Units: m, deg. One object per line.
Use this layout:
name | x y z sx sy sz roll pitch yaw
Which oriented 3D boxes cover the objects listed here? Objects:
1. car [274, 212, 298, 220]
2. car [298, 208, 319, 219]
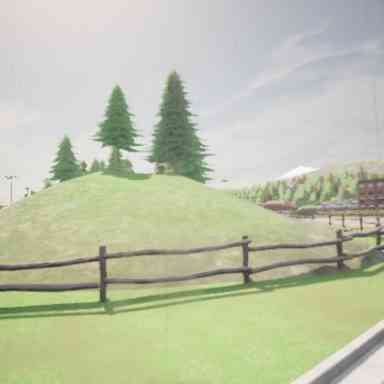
car | 16.886 4.432 61.377 1.994 1.385 4.181 0 -4 -24
car | 22.530 4.174 65.699 2.150 2.045 5.566 0 -3 -24
